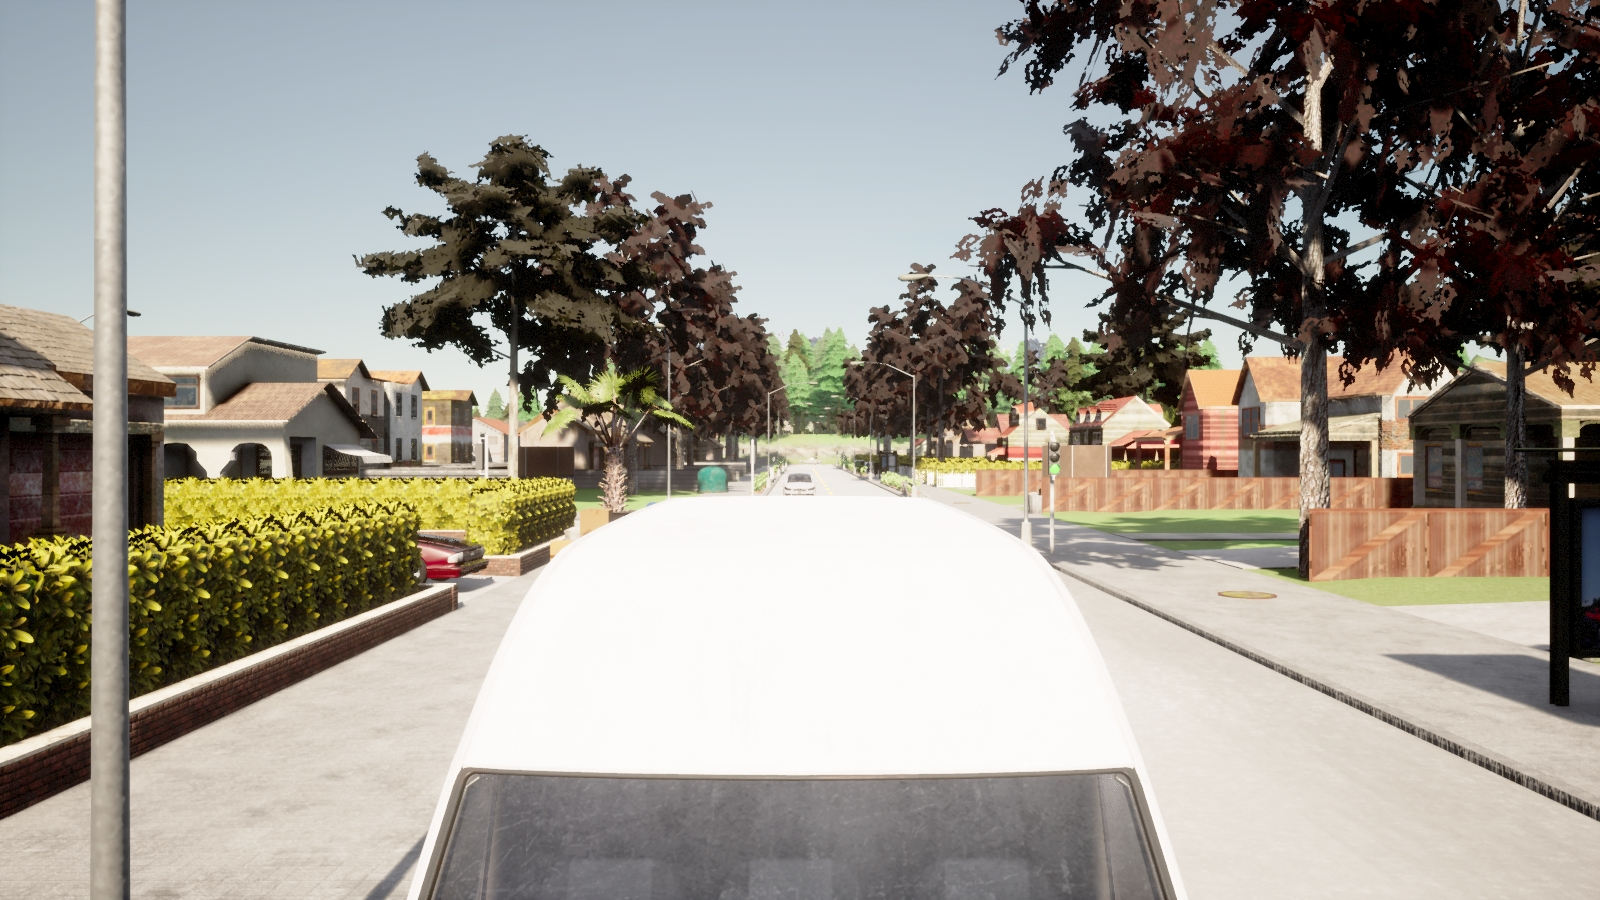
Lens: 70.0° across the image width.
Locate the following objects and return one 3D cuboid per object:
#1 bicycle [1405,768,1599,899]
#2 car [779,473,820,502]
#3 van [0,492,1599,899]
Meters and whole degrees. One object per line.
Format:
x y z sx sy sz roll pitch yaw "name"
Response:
2.687 2.062 3.843 0.329 1.471 1.835 0 0 0 "bicycle"
-0.024 2.087 64.511 2.231 1.480 4.892 0 0 0 "car"
0.002 1.537 4.030 1.988 2.561 5.915 0 0 0 "van"
